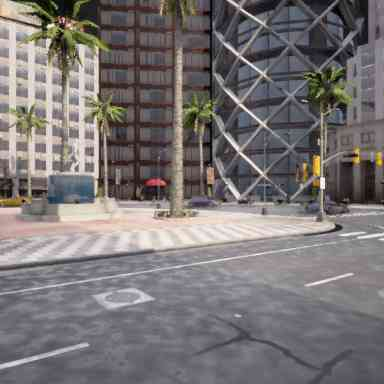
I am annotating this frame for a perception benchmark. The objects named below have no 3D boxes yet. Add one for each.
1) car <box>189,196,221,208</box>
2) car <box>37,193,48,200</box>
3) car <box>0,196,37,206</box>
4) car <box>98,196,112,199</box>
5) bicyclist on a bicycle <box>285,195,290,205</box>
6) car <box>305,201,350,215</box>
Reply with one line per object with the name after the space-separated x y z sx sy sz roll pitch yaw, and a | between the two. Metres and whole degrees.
1.833 1.353 46.672 4.553 1.767 2.097 0 0 32 | car
-25.907 1.221 58.669 5.566 2.045 2.150 0 0 -10 | car
-28.771 1.478 54.451 5.008 1.535 1.882 0 0 -14 | car
-16.111 1.526 59.274 4.674 1.442 1.812 0 0 2 | car
15.713 1.300 54.572 0.582 1.620 1.656 0 0 42 | bicyclist on a bicycle
13.756 1.564 33.946 1.994 1.385 4.181 0 0 -36 | car
